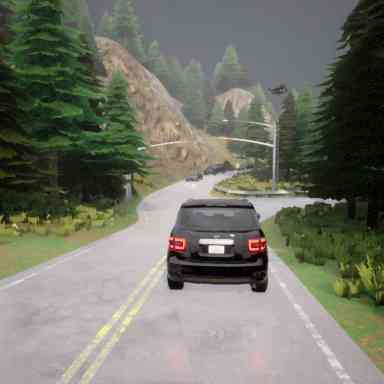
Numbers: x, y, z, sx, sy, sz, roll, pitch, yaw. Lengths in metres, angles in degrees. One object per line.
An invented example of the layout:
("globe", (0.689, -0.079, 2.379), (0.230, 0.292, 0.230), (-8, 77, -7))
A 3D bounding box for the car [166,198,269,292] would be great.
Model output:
("car", (0.705, 1.172, 8.993), (2.150, 2.045, 5.566), (0, 0, 5))

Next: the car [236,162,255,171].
("car", (11.484, -5.593, 70.932), (4.553, 1.767, 2.097), (-9, 9, -36))

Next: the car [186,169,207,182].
("car", (0.426, -2.530, 55.250), (1.994, 1.385, 4.181), (2, 10, 19))

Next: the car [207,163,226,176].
("car", (4.447, -4.337, 63.781), (2.150, 2.045, 5.566), (4, 10, 36))
